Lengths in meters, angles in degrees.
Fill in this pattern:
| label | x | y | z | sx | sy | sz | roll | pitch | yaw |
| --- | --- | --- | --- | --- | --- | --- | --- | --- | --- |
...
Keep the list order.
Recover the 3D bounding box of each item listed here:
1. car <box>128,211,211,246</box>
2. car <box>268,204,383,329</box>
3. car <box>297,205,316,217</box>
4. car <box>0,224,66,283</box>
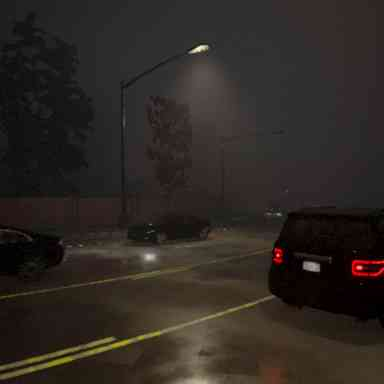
| label | x | y | z | sx | sy | sz | roll | pitch | yaw |
| --- | --- | --- | --- | --- | --- | --- | --- | --- | --- |
| car | -1.055 | 1.791 | 17.437 | 1.882 | 1.535 | 5.008 | -1 | -1 | 42 |
| car | 3.930 | 1.352 | 7.277 | 5.566 | 2.045 | 2.150 | 1 | -1 | -43 |
| car | 15.171 | 2.477 | 44.318 | 1.812 | 1.442 | 4.674 | -1 | -2 | 11 |
| car | -5.826 | 1.606 | 8.542 | 4.902 | 1.511 | 2.128 | 1 | -1 | -37 |
